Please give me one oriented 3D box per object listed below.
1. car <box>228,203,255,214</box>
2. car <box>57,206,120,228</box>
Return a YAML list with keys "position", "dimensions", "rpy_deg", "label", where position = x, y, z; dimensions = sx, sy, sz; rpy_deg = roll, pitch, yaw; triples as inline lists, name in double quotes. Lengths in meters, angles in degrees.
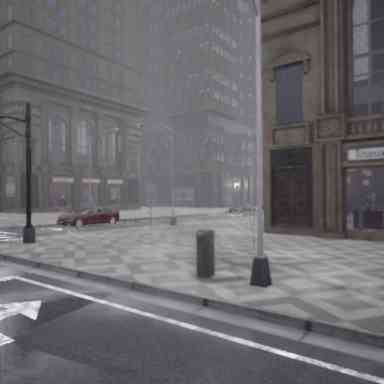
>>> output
- position: [6.923, 2.253, 46.088]
  dimensions: [2.033, 1.411, 5.357]
  rpy_deg: [-1, -1, 35]
  label: "car"
- position: [-7.786, 1.862, 25.427]
  dimensions: [1.882, 1.535, 5.008]
  rpy_deg: [-1, 0, 35]
  label: "car"
